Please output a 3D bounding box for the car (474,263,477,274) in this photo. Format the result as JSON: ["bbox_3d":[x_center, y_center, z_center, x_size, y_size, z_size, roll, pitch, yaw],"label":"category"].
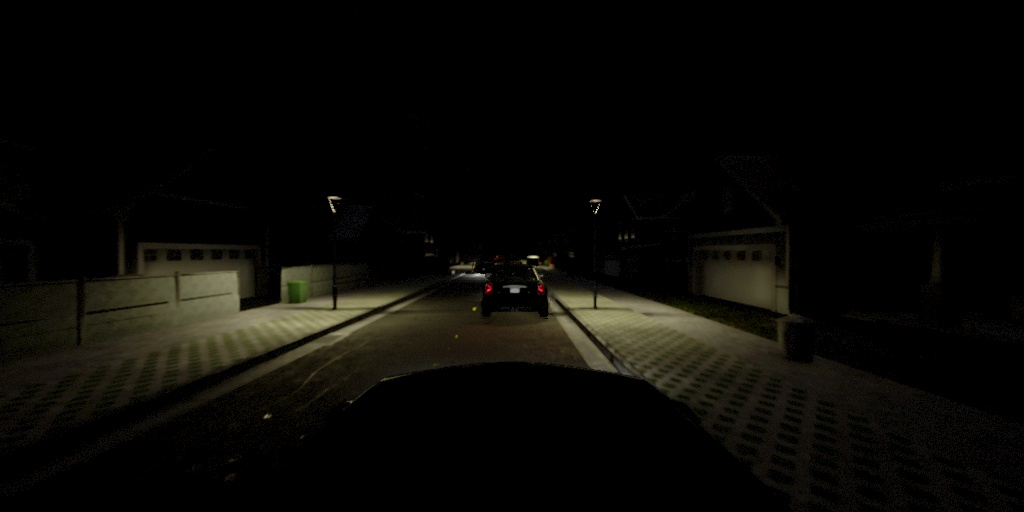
[{"bbox_3d":[-2.831,1.127,37.888,1.994,1.385,4.181,0,0,0],"label":"car"}]

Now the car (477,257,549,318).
[{"bbox_3d":[0.094,1.047,12.889,2.097,1.767,4.553,0,0,0],"label":"car"}]

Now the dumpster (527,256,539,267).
[{"bbox_3d":[3.025,0.866,53.326,1.020,1.700,1.940,0,0,0],"label":"dumpster"}]

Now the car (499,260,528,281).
[{"bbox_3d":[0.103,1.102,29.349,2.128,1.511,4.902,0,0,0],"label":"car"}]
